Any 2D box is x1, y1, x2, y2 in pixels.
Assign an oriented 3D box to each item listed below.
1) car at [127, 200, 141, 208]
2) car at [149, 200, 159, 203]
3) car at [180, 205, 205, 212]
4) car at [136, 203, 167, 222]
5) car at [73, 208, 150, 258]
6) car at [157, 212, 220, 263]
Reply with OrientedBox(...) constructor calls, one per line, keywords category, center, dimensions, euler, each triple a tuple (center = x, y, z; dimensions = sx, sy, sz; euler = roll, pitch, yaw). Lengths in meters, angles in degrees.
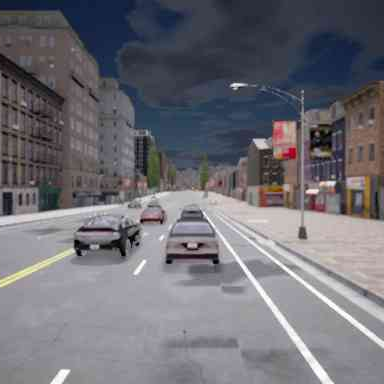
OrientedBox(category="car", center=(-9.808, 2.183, 56.915), dimensions=(1.837, 1.490, 4.892), euler=(0, 0, 0))
OrientedBox(category="car", center=(-6.559, 2.183, 56.915), dimensions=(1.837, 1.490, 4.892), euler=(0, 0, 0))
OrientedBox(category="car", center=(0.028, 1.865, 28.522), dimensions=(1.837, 1.490, 4.892), euler=(0, 0, 1))
OrientedBox(category="car", center=(-3.220, 1.922, 28.463), dimensions=(1.994, 1.385, 4.181), euler=(0, -1, 0))
OrientedBox(category="car", center=(-3.226, 1.642, 13.514), dimensions=(2.128, 1.511, 4.902), euler=(0, -1, 0))
OrientedBox(category="car", center=(0.014, 1.685, 12.534), dimensions=(2.033, 1.411, 5.357), euler=(0, -1, 0))
